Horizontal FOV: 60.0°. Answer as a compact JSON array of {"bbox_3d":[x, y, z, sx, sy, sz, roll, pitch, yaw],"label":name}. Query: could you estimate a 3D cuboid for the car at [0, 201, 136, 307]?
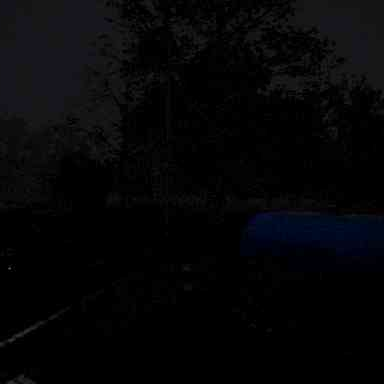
[{"bbox_3d":[-3.376,1.300,8.394,2.435,2.045,5.566,-1,-1,15],"label":"car"}]
